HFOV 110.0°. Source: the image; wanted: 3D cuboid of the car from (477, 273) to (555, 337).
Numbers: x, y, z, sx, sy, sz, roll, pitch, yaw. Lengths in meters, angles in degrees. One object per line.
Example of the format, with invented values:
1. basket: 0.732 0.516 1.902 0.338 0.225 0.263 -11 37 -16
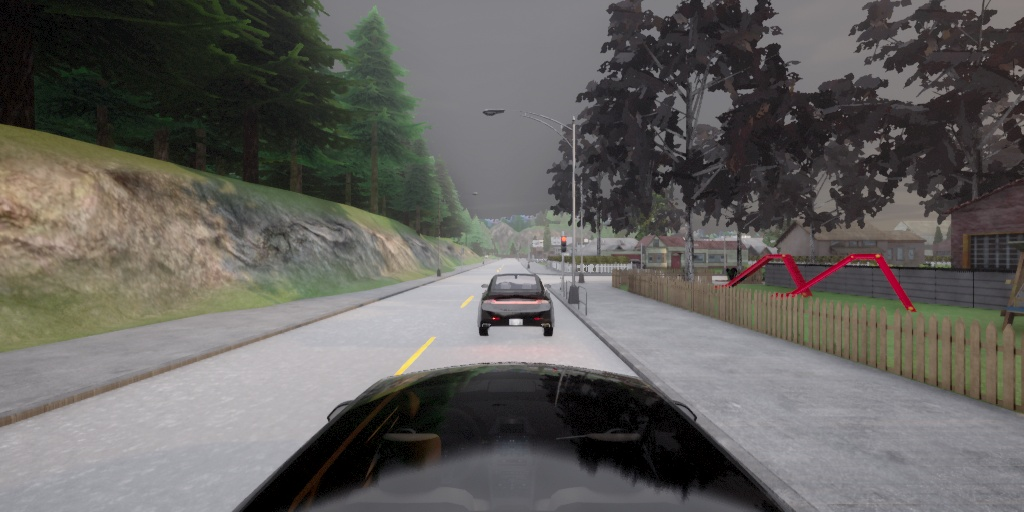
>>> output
1. car: 0.116 1.242 10.307 2.128 1.511 4.902 0 0 1
